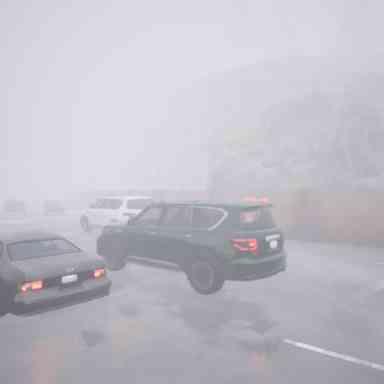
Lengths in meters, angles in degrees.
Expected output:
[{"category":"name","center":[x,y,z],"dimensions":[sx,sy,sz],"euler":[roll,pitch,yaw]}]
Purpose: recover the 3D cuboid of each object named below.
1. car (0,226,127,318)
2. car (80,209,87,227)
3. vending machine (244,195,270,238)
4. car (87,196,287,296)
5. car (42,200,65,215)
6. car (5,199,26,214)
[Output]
[{"category":"car","center":[-3.929,1.548,7.474],"dimensions":[5.357,1.411,2.033],"euler":[0,0,44]},{"category":"car","center":[-3.939,1.223,17.670],"dimensions":[2.150,2.045,5.566],"euler":[0,0,-42]},{"category":"vending machine","center":[3.308,1.195,16.911],"dimensions":[0.880,2.100,1.100],"euler":[0,0,44]},{"category":"car","center":[-0.262,1.223,8.991],"dimensions":[5.566,2.045,2.150],"euler":[0,0,40]},{"category":"car","center":[-14.282,1.547,34.258],"dimensions":[2.033,1.411,5.357],"euler":[0,0,-27]},{"category":"car","center":[-19.099,1.478,36.000],"dimensions":[1.882,1.535,5.008],"euler":[0,0,-27]}]
